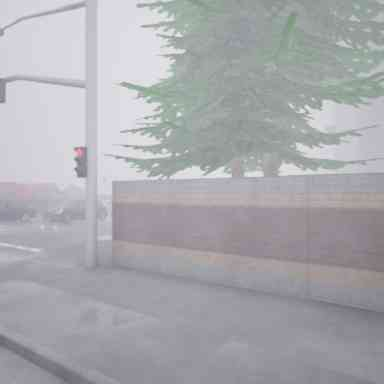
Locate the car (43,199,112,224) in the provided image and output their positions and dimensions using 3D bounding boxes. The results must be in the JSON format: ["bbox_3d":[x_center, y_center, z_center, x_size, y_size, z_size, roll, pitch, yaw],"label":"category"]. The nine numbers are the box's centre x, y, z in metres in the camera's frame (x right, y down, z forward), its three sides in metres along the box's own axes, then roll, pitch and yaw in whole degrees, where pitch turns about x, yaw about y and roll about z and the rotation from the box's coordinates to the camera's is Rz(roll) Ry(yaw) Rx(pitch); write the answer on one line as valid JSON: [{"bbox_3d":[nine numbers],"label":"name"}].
[{"bbox_3d":[-8.532,1.306,24.553,2.097,1.767,4.553,0,0,35],"label":"car"}]

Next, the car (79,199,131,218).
[{"bbox_3d":[-8.091,1.482,31.254,1.812,1.442,4.674,0,0,35],"label":"car"}]

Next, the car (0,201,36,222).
[{"bbox_3d":[-13.610,1.433,23.422,1.882,1.535,5.008,0,0,35],"label":"car"}]
